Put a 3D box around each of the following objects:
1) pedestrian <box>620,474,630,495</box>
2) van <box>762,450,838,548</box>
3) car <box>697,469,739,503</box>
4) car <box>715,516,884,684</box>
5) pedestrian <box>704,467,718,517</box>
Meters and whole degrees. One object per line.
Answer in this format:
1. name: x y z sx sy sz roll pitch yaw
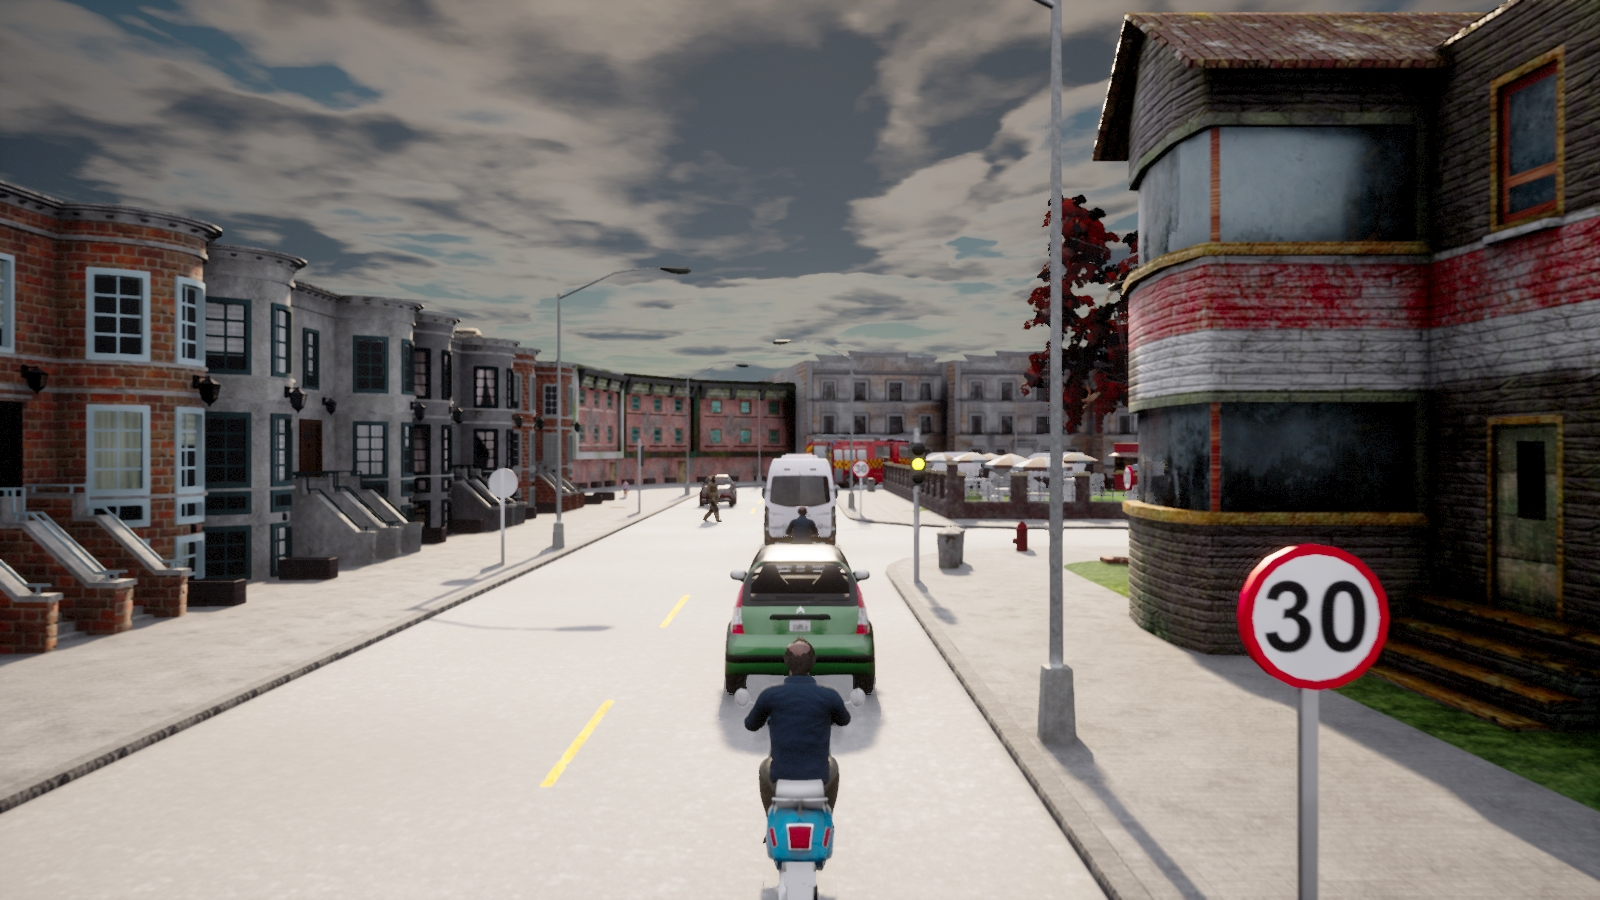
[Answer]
1. pedestrian: -9.420 1.843 61.620 0.500 1.100 0.500 0 0 -12
2. van: -0.007 1.282 32.950 1.988 2.561 5.915 0 0 0
3. car: -4.017 1.749 56.296 1.789 1.549 3.705 0 0 0
4. car: -0.003 1.764 14.535 1.851 1.617 3.988 0 0 0
5. pedestrian: -3.355 1.585 43.130 0.375 1.860 0.375 0 0 35
